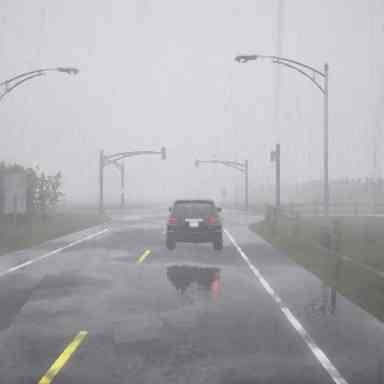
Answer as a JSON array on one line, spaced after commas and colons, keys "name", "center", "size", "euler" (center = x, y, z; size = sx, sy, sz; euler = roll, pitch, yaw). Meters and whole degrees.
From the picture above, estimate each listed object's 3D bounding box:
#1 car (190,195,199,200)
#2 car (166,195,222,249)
[{"name": "car", "center": [0.598, 1.433, 87.646], "size": [1.895, 1.301, 4.718], "euler": [0, 0, 5]}, {"name": "car", "center": [0.119, 1.258, 14.620], "size": [2.150, 2.045, 5.566], "euler": [0, 0, 1]}]
